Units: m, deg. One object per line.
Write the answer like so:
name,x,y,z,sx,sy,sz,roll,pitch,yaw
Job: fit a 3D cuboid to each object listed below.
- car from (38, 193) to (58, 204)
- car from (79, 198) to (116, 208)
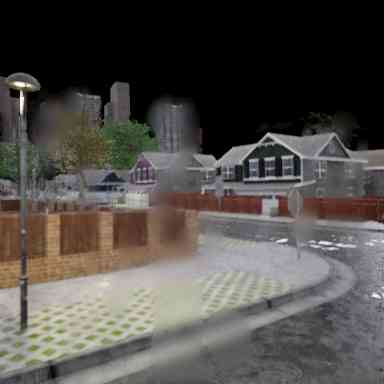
car,-20.352,0.912,46.921,2.097,1.767,4.553,-2,2,-33
car,-8.827,1.283,30.710,2.033,1.411,5.357,-2,2,-38
